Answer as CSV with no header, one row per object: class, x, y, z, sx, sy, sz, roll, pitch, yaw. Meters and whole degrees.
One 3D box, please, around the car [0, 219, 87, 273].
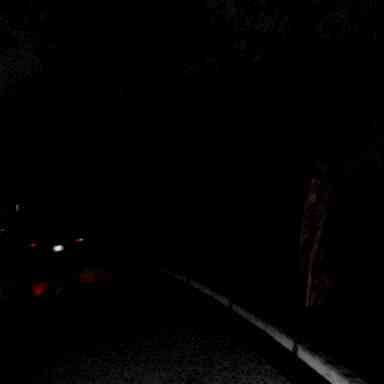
car,-5.180,1.610,11.095,1.994,1.385,4.181,-1,0,-42
